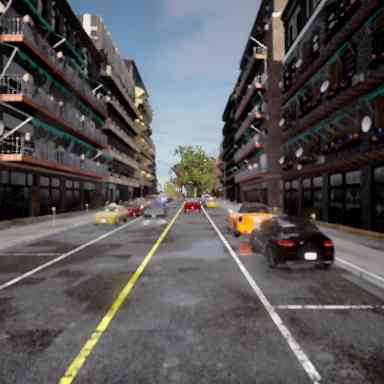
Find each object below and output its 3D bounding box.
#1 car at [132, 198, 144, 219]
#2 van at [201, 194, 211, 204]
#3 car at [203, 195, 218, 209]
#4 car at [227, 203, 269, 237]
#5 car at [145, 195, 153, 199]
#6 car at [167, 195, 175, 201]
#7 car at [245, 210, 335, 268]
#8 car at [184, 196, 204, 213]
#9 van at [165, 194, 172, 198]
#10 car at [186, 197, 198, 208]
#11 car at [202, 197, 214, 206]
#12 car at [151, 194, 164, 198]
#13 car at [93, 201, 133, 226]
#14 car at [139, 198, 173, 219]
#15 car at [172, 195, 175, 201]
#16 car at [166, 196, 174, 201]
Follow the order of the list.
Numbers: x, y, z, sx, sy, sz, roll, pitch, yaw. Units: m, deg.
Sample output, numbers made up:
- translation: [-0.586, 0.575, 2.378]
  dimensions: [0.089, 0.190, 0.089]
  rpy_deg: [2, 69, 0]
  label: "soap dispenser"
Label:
- translation: [-5.683, 1.558, 29.554]
  dimensions: [1.887, 1.381, 4.507]
  rpy_deg: [1, 0, 0]
  label: "car"
- translation: [2.682, 1.378, 63.487]
  dimensions: [1.690, 1.788, 3.998]
  rpy_deg: [1, 0, 0]
  label: "van"
- translation: [2.696, 1.549, 46.672]
  dimensions: [1.752, 1.417, 4.829]
  rpy_deg: [1, 0, 0]
  label: "car"
- translation: [3.110, 1.360, 18.096]
  dimensions: [2.097, 1.767, 4.553]
  rpy_deg: [0, 0, 0]
  label: "car"
- translation: [-5.682, 1.457, 35.216]
  dimensions: [1.967, 1.590, 4.097]
  rpy_deg: [1, 0, 0]
  label: "car"
- translation: [-5.692, 1.616, 91.833]
  dimensions: [2.008, 1.369, 4.403]
  rpy_deg: [1, 0, 0]
  label: "car"
- translation: [3.147, 1.530, 11.125]
  dimensions: [1.812, 1.442, 4.674]
  rpy_deg: [0, 0, 0]
  label: "car"
- translation: [0.071, 1.496, 37.908]
  dimensions: [1.882, 1.535, 5.008]
  rpy_deg: [0, 0, 0]
  label: "car"
- translation: [-5.686, 1.382, 69.186]
  dimensions: [1.690, 1.788, 3.998]
  rpy_deg: [1, 0, 0]
  label: "van"
- translation: [0.016, 1.552, 50.730]
  dimensions: [1.812, 1.442, 4.674]
  rpy_deg: [0, 0, 1]
  label: "car"
- translation: [2.701, 1.598, 57.825]
  dimensions: [1.947, 1.339, 4.313]
  rpy_deg: [1, 0, 0]
  label: "car"
- translation: [-5.682, 1.339, 46.540]
  dimensions: [2.192, 1.841, 5.009]
  rpy_deg: [1, 0, 0]
  label: "car"
- translation: [-5.683, 1.535, 23.723]
  dimensions: [1.752, 1.417, 4.829]
  rpy_deg: [1, 0, 0]
  label: "car"
- translation: [-3.105, 1.561, 29.681]
  dimensions: [2.033, 1.411, 5.357]
  rpy_deg: [0, 0, 0]
  label: "car"
- translation: [-5.686, 1.362, 74.847]
  dimensions: [2.192, 1.841, 5.009]
  rpy_deg: [1, 0, 0]
  label: "car"
- translation: [-5.691, 1.624, 86.171]
  dimensions: [1.947, 1.339, 4.313]
  rpy_deg: [1, 0, 0]
  label: "car"
